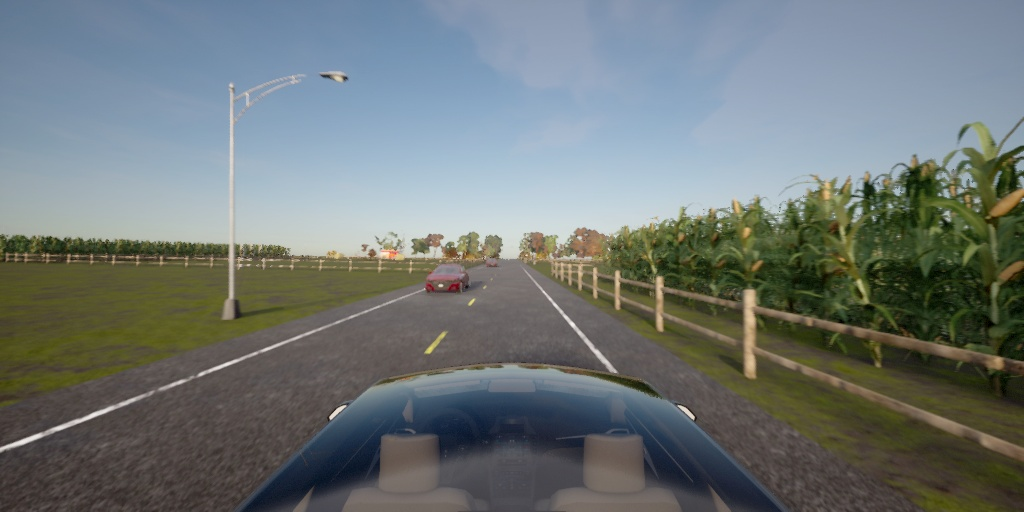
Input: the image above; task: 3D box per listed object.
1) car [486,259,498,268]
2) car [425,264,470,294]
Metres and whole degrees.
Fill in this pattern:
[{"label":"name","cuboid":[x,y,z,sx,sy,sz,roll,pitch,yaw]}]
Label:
[{"label":"car","cuboid":[-3.494,1.209,62.444,1.882,1.535,5.008,0,0,1]},{"label":"car","cuboid":[-3.587,1.222,20.600,1.882,1.535,5.008,0,0,0]}]
